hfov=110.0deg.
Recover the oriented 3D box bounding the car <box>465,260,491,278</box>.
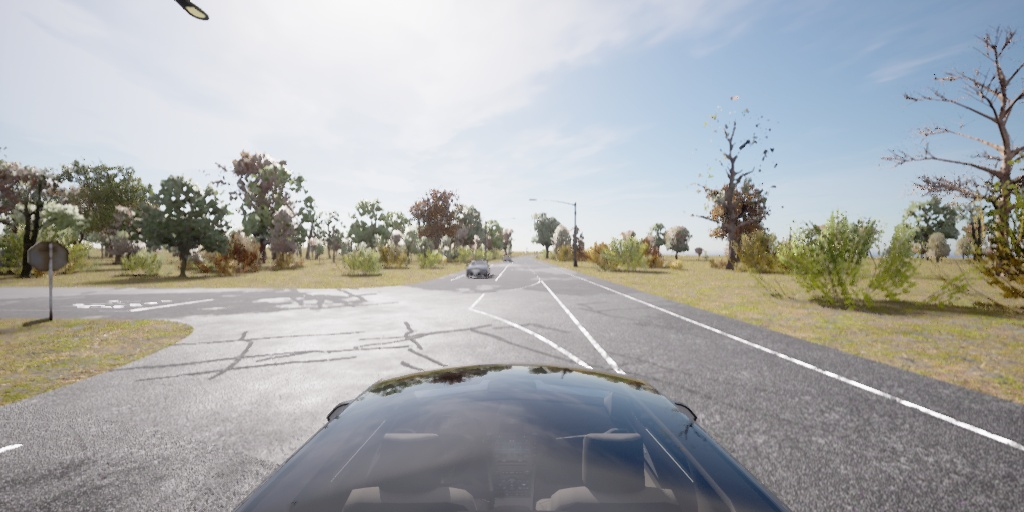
[{"bbox_3d":[-2.952,1.129,31.857,2.128,1.511,4.902,0,0,1],"label":"car"}]
